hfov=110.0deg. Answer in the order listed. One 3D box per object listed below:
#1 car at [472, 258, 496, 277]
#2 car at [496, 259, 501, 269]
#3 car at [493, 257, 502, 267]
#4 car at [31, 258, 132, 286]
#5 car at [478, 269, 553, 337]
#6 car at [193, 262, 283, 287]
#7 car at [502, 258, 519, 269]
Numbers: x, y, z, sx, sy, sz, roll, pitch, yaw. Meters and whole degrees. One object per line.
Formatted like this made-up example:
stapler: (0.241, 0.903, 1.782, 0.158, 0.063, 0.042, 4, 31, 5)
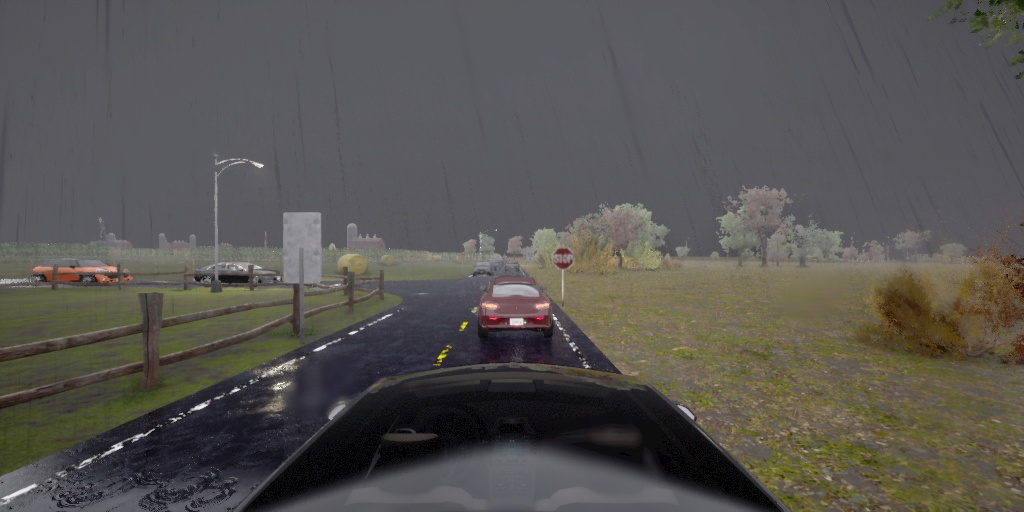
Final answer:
car: (-2.890, 1.268, 36.446, 1.837, 1.490, 4.892, 0, 0, 0)
car: (-2.902, 1.377, 48.411, 1.895, 1.301, 4.718, 0, 0, 0)
car: (-2.874, 1.355, 59.263, 1.994, 1.385, 4.181, 0, 0, 0)
car: (-27.124, 0.944, 22.748, 4.553, 1.767, 2.097, 0, 1, 0)
car: (0.053, 1.275, 10.153, 1.812, 1.442, 4.674, 0, 0, -1)
car: (-17.355, 1.151, 22.861, 4.902, 1.511, 2.128, 0, 1, -1)
car: (0.034, 1.268, 49.121, 2.128, 1.511, 4.902, 0, 0, 0)
